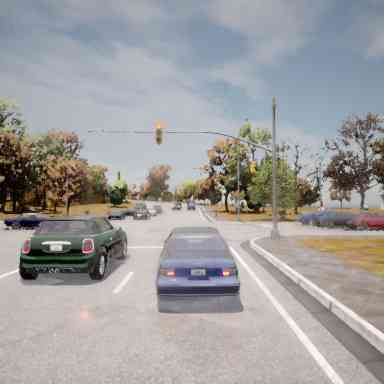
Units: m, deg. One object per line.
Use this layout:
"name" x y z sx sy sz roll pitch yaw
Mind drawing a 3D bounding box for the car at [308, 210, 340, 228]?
"car" 13.023 2.453 29.657 4.181 1.385 1.994 0 -3 -2

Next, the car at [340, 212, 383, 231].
"car" 14.318 2.285 26.023 4.181 1.385 1.994 0 -3 -2

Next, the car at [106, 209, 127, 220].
"car" -10.715 3.213 47.636 2.033 1.411 5.357 0 -2 -3

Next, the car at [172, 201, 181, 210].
"car" -3.636 3.546 77.862 1.895 1.301 4.718 0 0 0

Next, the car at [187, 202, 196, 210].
"car" -0.135 3.474 77.803 1.812 1.442 4.674 0 0 0

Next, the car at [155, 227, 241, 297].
"car" 0.077 1.647 8.925 2.033 1.411 5.357 0 -1 -1

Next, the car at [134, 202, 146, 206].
"car" -10.620 3.211 68.270 2.150 2.045 5.566 0 0 0

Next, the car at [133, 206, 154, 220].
"car" -7.173 3.163 47.829 2.128 1.511 4.902 0 -2 1

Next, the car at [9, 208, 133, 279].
"car" -3.434 1.487 10.543 2.097 1.767 4.553 0 -1 0

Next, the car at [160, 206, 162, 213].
"car" -7.131 3.495 68.010 1.837 1.490 4.892 0 0 0

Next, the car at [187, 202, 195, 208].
"car" -0.248 3.314 87.985 1.994 1.385 4.181 0 0 -3

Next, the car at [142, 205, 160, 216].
"car" -7.180 3.438 57.720 1.812 1.442 4.674 0 -1 0

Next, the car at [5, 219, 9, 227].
"car" -12.274 2.356 26.699 4.718 1.301 1.895 0 -3 7

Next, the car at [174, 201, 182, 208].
"car" -3.747 3.257 87.894 1.837 1.490 4.892 0 0 -3

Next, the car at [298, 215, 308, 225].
"car" 13.190 2.528 33.151 5.008 1.535 1.882 0 -3 -1

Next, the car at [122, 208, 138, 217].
"car" -10.683 3.510 57.512 1.895 1.301 4.718 0 -1 0
